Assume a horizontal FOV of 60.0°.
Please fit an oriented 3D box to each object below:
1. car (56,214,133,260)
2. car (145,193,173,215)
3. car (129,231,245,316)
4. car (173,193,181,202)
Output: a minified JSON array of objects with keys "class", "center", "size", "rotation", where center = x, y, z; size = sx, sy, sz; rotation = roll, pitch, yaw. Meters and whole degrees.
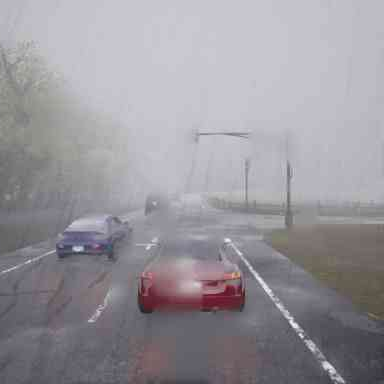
[{"class":"car","center":[-3.414,1.530,12.258],"size":[1.812,1.442,4.674],"rotation":[0,0,0]},{"class":"car","center":[-3.444,1.229,33.755],"size":[2.150,2.045,5.566],"rotation":[0,0,0]},{"class":"car","center":[-0.007,1.566,7.640],"size":[1.994,1.385,4.181],"rotation":[0,0,0]},{"class":"car","center":[-3.580,1.229,73.355],"size":[2.150,2.045,5.566],"rotation":[0,0,0]}]
